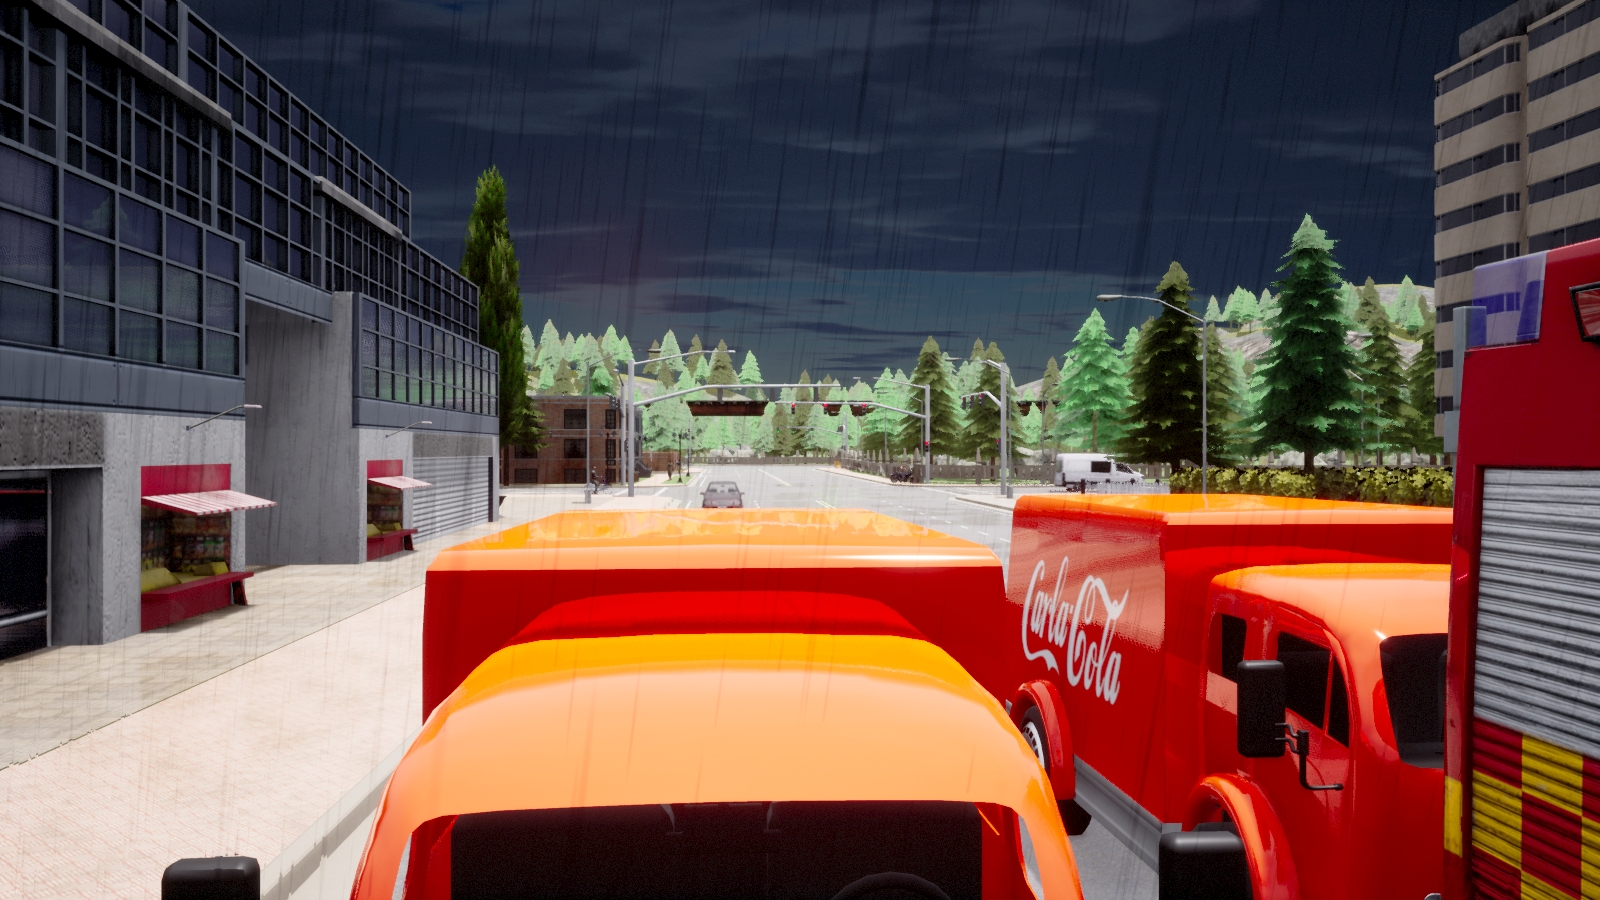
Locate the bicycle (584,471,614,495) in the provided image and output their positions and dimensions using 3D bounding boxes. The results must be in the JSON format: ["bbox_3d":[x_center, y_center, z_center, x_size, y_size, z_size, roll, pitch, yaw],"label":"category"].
[{"bbox_3d":[-12.531,2.060,71.198,1.835,1.471,0.329,0,0,-11],"label":"bicycle"}]

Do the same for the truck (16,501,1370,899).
[{"bbox_3d":[-0.347,1.568,4.821,2.627,2.467,5.204,0,0,-4],"label":"truck"}]

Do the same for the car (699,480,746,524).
[{"bbox_3d":[-3.063,2.026,45.252,1.789,1.549,3.705,0,0,-4],"label":"car"}]

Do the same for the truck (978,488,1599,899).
[{"bbox_3d":[3.003,1.568,7.234,2.627,2.467,5.204,0,0,-4],"label":"truck"}]

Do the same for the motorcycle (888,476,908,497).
[{"bbox_3d":[5.944,2.205,69.519,0.867,1.251,2.209,0,0,-4],"label":"motorcycle"}]
